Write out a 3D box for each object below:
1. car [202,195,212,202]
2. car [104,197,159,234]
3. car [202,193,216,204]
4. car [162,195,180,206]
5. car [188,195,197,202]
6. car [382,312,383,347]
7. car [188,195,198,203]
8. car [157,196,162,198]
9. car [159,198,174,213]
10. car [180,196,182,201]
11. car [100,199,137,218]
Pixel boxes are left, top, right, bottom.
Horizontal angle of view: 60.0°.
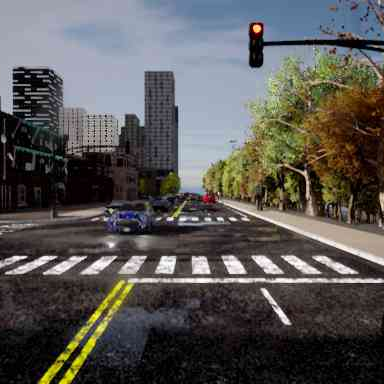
[{"bbox_3d":[3.361,1.503,75.874,1.994,1.385,4.181,0,0,0],"label":"car"},{"bbox_3d":[-3.321,1.343,19.240,2.097,1.767,4.553,0,0,0],"label":"car"},{"bbox_3d":[3.441,1.180,65.290,2.150,2.045,5.566,0,0,1],"label":"car"},{"bbox_3d":[-3.267,1.474,53.044,1.837,1.490,4.892,0,0,0],"label":"car"},{"bbox_3d":[0.115,1.428,76.495,1.882,1.535,5.008,0,0,0],"label":"car"},{"bbox_3d":[3.355,1.490,2.342,2.128,1.511,4.902,0,0,0],"label":"car"},{"bbox_3d":[0.196,1.450,66.188,2.128,1.511,4.902,0,0,0],"label":"car"},{"bbox_3d":[-6.430,1.523,65.958,1.994,1.385,4.181,0,0,1],"label":"car"},{"bbox_3d":[-3.297,1.580,35.859,1.895,1.301,4.718,0,0,0],"label":"car"},{"bbox_3d":[-3.150,1.315,69.429,2.097,1.767,4.553,0,0,0],"label":"car"},{"bbox_3d":[-6.733,1.474,31.146,2.128,1.511,4.902,0,0,3],"label":"car"}]
